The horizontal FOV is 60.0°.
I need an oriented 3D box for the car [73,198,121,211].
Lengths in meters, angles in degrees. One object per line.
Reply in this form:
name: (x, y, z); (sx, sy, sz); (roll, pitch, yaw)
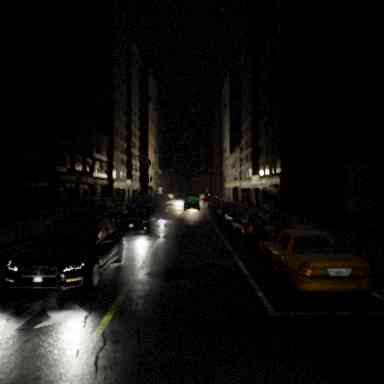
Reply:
car: (-5.677, 1.270, 19.628); (2.192, 1.841, 5.009); (0, 0, 0)

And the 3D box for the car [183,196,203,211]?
car: (-0.016, 1.493, 38.177); (1.895, 1.301, 4.718); (0, 0, 0)

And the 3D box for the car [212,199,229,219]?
car: (2.847, 1.500, 25.158); (1.947, 1.339, 4.313); (0, 0, 0)

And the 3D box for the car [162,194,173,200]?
car: (-5.698, 1.219, 69.361); (1.967, 1.590, 4.097); (0, 0, 0)

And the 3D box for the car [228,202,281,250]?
car: (2.851, 1.408, 14.105); (1.967, 1.590, 4.097); (0, 0, 0)

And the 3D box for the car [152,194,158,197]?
car: (-5.686, 1.197, 41.732); (2.192, 1.841, 5.009); (0, 0, 0)

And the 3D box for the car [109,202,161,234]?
car: (-3.093, 1.520, 18.927); (1.994, 1.385, 4.181); (0, 0, 0)

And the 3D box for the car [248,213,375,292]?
car: (2.854, 1.508, 8.750); (1.752, 1.417, 4.829); (0, 0, 0)

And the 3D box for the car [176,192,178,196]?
car: (-5.708, 1.251, 91.464); (2.008, 1.369, 4.403); (0, 0, 0)

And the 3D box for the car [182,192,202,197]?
car: (-0.018, 1.078, 48.378); (2.150, 2.045, 5.566); (0, 0, 0)

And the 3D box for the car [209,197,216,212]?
car: (2.844, 1.461, 30.684); (1.887, 1.381, 4.507); (0, 0, 0)

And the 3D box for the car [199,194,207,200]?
car: (2.820, 1.240, 86.111); (1.752, 1.417, 4.829); (0, 0, 0)

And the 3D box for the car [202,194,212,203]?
car: (2.975, 1.290, 59.770); (1.882, 1.535, 5.008); (0, 0, 0)

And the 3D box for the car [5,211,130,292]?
car: (-3.107, 1.490, 9.066); (1.837, 1.490, 4.892); (0, 0, -1)

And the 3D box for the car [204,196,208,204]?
car: (2.840, 1.460, 41.735); (1.802, 1.307, 4.206); (0, 0, 0)

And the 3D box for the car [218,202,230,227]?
car: (2.849, 1.502, 19.631); (2.008, 1.369, 4.403); (0, 0, 0)

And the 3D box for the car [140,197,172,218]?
car: (-3.061, 1.450, 28.860); (1.812, 1.442, 4.674); (0, 0, 1)

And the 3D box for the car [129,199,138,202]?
car: (-5.679, 1.488, 25.155); (2.008, 1.369, 4.403); (0, 0, 0)

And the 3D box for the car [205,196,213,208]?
car: (2.842, 1.448, 36.209); (2.008, 1.369, 4.403); (0, 0, 0)

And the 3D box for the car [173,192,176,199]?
car: (-5.705, 1.245, 85.768); (1.752, 1.417, 4.829); (0, 0, 0)

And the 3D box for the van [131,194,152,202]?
van: (-5.684, 1.242, 36.206); (1.690, 1.788, 3.998); (0, 0, 0)
